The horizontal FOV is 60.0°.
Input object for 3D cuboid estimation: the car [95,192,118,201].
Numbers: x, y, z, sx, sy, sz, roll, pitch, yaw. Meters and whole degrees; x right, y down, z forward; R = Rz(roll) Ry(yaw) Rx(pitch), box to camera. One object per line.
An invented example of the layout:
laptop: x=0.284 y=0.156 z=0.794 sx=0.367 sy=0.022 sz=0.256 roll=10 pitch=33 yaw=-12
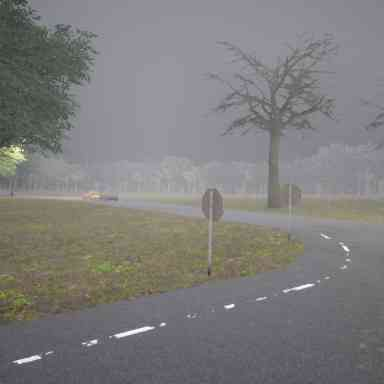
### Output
car: x=-13.514 y=0.734 z=53.831 sx=1.994 sy=1.385 sz=4.181 roll=2 pitch=-1 yaw=-35

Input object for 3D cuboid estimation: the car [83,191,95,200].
car: x=-18.069 y=0.616 z=60.132 sx=1.882 sy=1.535 sz=5.008 roll=2 pitch=-1 yaw=-36
